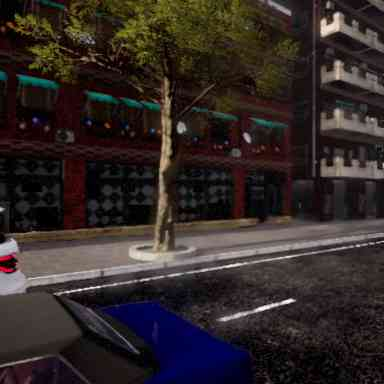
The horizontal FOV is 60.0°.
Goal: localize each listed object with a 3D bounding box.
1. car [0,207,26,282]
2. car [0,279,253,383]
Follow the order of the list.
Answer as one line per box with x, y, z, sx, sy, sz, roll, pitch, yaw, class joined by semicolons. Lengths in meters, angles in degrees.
-5.115;1.198;4.023;5.566;2.045;2.150;0;0;-35;car
-1.868;1.599;2.341;4.718;1.301;1.895;1;0;-35;car
